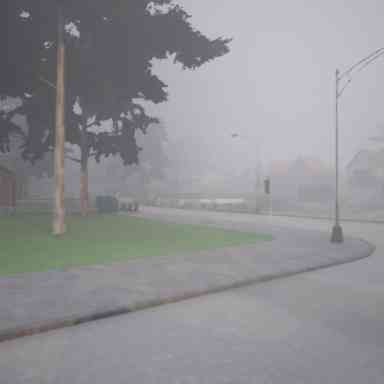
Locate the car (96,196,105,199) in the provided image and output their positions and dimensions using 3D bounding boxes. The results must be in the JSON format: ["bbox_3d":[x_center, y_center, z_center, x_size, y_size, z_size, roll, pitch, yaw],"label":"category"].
[{"bbox_3d":[-17.135,1.537,63.340,1.812,1.442,4.674,0,0,-36],"label":"car"}]
